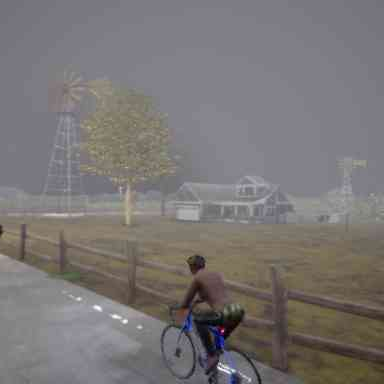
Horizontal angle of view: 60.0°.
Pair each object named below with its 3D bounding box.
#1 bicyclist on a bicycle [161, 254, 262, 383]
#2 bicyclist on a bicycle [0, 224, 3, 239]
[{"bbox_3d":[0.151,1.595,3.970,0.582,1.620,1.656,2,-3,-44],"label":"bicyclist on a bicycle"},{"bbox_3d":[-6.700,1.685,11.123,0.659,1.776,1.843,2,-2,-44],"label":"bicyclist on a bicycle"}]
